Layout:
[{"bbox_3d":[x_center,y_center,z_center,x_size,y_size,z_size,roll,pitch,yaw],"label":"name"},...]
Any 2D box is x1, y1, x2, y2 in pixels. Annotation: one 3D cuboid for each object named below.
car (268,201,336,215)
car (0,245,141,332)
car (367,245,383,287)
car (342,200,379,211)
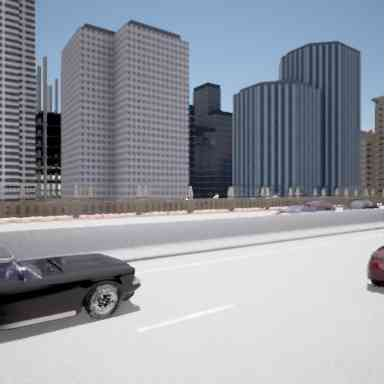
[{"bbox_3d":[7.114,1.550,21.956,5.357,1.411,2.033,0,0,-35],"label":"car"},{"bbox_3d":[-3.310,1.602,5.685,4.718,1.301,1.895,0,0,-35],"label":"car"},{"bbox_3d":[6.132,1.565,8.116,4.181,1.385,1.994,0,0,-35],"label":"car"},{"bbox_3d":[16.922,1.529,33.235,4.674,1.442,1.812,0,0,-35],"label":"car"}]
